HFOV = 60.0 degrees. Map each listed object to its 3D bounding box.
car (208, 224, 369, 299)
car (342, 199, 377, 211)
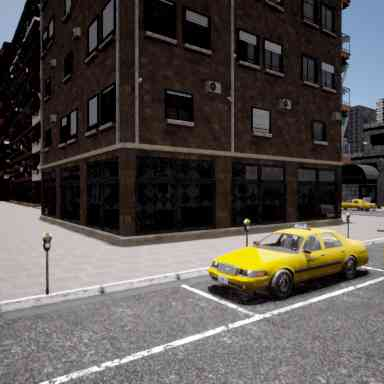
[{"bbox_3d":[2.614,1.525,8.433,4.829,1.417,1.752,0,0,-36],"label":"car"},{"bbox_3d":[19.281,1.469,39.658,1.752,1.417,4.829,0,0,-35],"label":"car"}]
